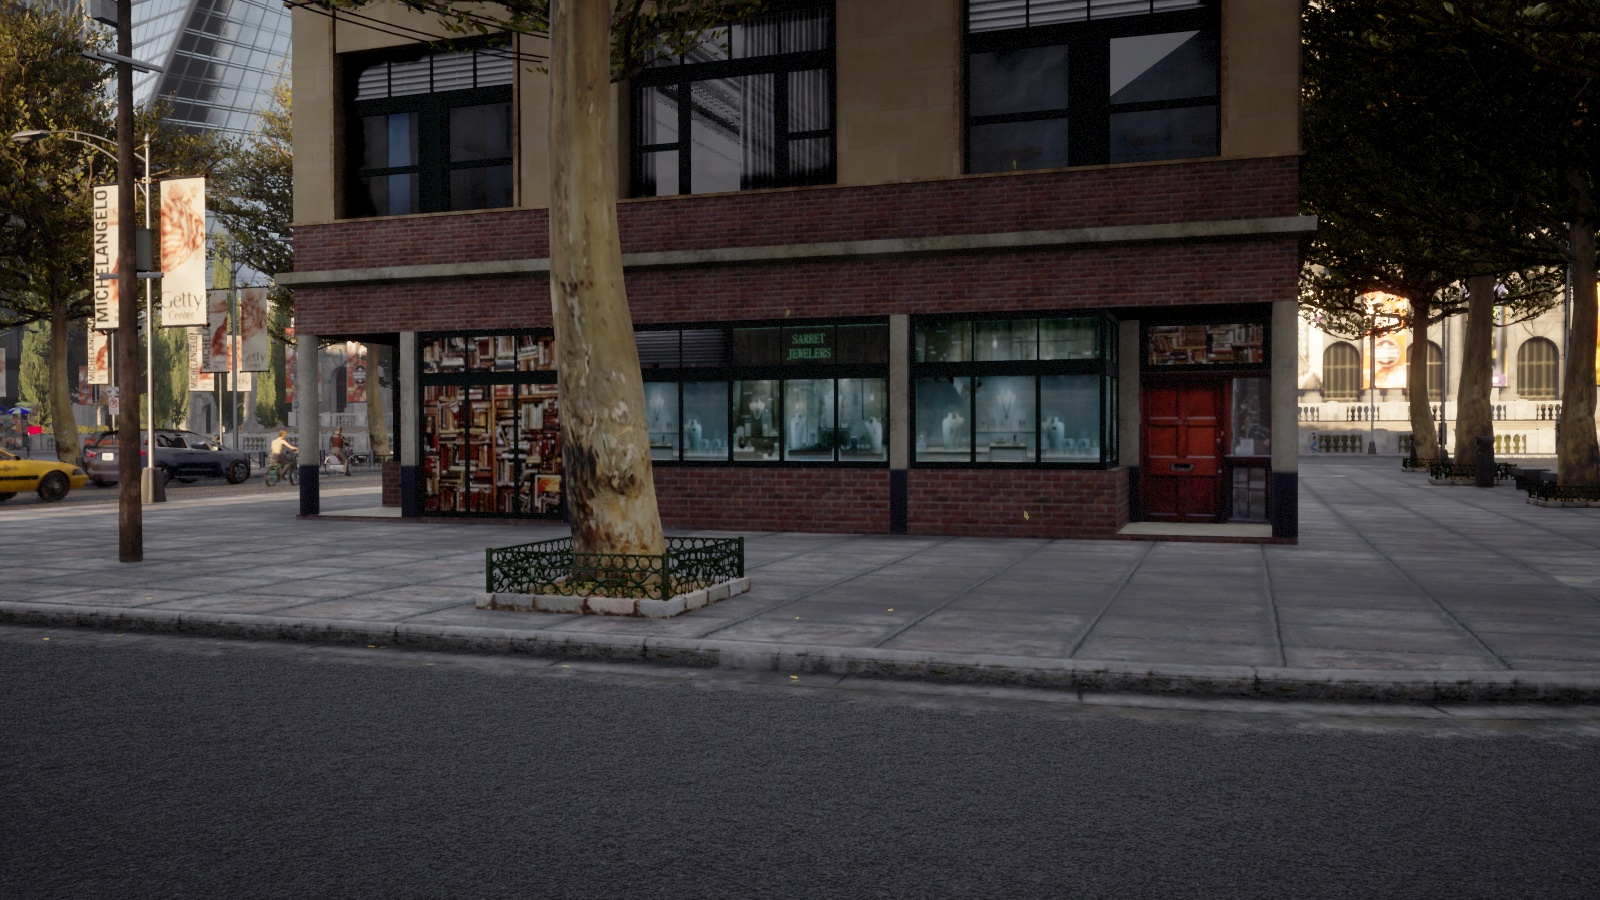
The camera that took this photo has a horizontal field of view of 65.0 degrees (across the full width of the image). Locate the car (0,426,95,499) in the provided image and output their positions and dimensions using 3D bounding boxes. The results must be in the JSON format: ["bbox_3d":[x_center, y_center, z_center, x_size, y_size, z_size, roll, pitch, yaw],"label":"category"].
[{"bbox_3d":[-18.134,0.266,26.938,1.801,1.575,5.366,1,1,20],"label":"car"}]

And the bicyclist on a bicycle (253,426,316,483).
[{"bbox_3d":[-14.835,0.130,36.156,0.866,1.612,1.509,1,0,20],"label":"bicyclist on a bicycle"}]

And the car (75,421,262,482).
[{"bbox_3d":[-18.341,0.011,36.720,2.242,1.667,4.611,1,1,20],"label":"car"}]

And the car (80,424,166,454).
[{"bbox_3d":[-41.183,-0.692,76.372,4.553,1.767,2.097,1,1,19],"label":"car"}]

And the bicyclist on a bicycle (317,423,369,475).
[{"bbox_3d":[-15.905,-0.063,43.725,0.659,1.776,1.843,1,1,20],"label":"bicyclist on a bicycle"}]
